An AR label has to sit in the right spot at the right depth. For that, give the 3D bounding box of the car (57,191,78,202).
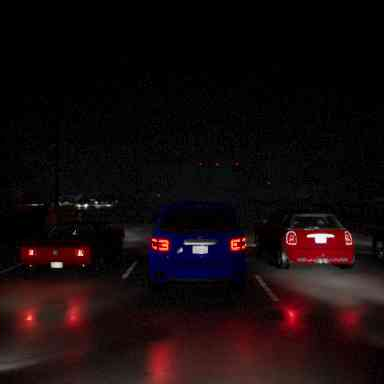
[{"bbox_3d":[-25.148,0.904,67.488,2.150,2.045,5.566,0,0,-1],"label":"car"}]

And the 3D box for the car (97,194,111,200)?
[{"bbox_3d":[-21.832,1.129,82.513,2.033,1.411,5.357,0,0,-1],"label":"car"}]

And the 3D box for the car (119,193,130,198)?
[{"bbox_3d":[-14.654,1.215,68.094,2.033,1.411,5.357,0,0,-1],"label":"car"}]

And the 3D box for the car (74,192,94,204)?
[{"bbox_3d":[-18.113,1.230,57.489,2.128,1.511,4.902,0,0,0],"label":"car"}]

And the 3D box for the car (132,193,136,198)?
[{"bbox_3d":[-14.761,1.156,77.979,2.033,1.411,5.357,0,0,-1],"label":"car"}]

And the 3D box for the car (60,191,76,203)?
[{"bbox_3d":[-21.612,0.948,59.439,2.150,2.045,5.566,0,0,0],"label":"car"}]

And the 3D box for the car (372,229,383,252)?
[{"bbox_3d":[7.027,1.478,9.334,2.128,1.511,4.902,0,0,0],"label":"car"}]

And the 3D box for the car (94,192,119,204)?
[{"bbox_3d":[-14.630,0.960,57.391,2.150,2.045,5.566,0,0,-1],"label":"car"}]

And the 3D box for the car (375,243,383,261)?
[{"bbox_3d":[3.596,1.490,2.091,2.128,1.511,4.902,0,0,0],"label":"car"}]

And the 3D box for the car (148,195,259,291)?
[{"bbox_3d":[0.051,1.208,9.136,2.150,2.045,5.566,0,0,-2],"label":"car"}]

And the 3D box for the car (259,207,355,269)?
[{"bbox_3d":[3.516,1.336,11.234,2.097,1.767,4.553,0,0,0],"label":"car"}]

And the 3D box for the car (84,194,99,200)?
[{"bbox_3d":[-25.386,1.118,84.211,2.033,1.411,5.357,0,0,-1],"label":"car"}]

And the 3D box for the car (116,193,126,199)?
[{"bbox_3d":[-18.507,1.066,86.414,1.837,1.490,4.892,0,0,-3],"label":"car"}]

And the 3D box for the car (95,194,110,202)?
[{"bbox_3d":[-18.149,1.202,67.648,1.812,1.442,4.674,0,0,-1],"label":"car"}]

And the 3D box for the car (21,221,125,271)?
[{"bbox_3d":[-3.479,1.585,10.776,1.895,1.301,4.718,0,0,0],"label":"car"}]

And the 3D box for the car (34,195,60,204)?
[{"bbox_3d":[-25.104,1.288,57.104,2.033,1.411,5.357,0,0,0],"label":"car"}]
